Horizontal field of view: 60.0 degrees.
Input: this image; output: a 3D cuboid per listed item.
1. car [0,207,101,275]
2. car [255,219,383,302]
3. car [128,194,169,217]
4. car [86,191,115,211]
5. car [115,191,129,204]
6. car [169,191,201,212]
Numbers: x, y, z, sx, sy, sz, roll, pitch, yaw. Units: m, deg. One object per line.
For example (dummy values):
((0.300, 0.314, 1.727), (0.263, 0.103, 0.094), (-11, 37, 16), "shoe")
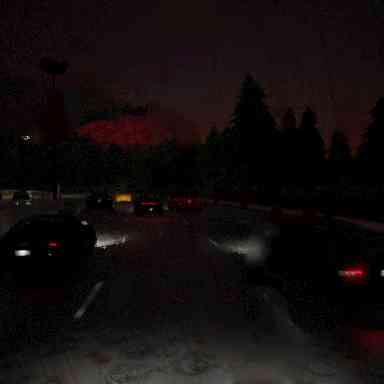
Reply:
((-4.148, 1.356, 9.781), (1.994, 1.385, 4.181), (0, 1, -6), "car")
((3.102, 1.367, 8.126), (2.033, 1.411, 5.357), (0, 1, -5), "car")
((-3.396, 0.953, 25.137), (2.128, 1.511, 4.902), (0, 1, -14), "car")
((-8.281, 0.726, 29.531), (2.097, 1.767, 4.553), (0, 1, -17), "car")
((-8.823, 0.606, 41.029), (1.882, 1.535, 5.008), (-1, 1, -22), "car")
((-0.778, 0.733, 28.798), (2.097, 1.767, 4.553), (0, 1, -16), "car")
